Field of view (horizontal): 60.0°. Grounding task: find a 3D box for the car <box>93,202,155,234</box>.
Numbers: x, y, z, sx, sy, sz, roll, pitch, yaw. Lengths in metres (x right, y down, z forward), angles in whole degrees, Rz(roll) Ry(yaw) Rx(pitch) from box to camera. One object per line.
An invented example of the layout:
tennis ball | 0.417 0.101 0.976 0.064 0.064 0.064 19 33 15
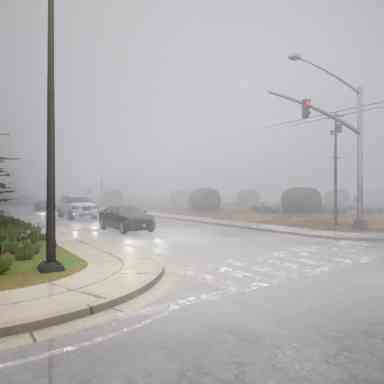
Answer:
car | -3.936 1.505 19.679 1.882 1.535 5.008 0 0 -34

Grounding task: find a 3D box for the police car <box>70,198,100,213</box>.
police car | -12.409 1.537 38.391 2.038 1.542 4.974 0 0 -34

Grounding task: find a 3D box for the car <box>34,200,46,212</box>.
car | -17.302 1.592 39.212 1.994 1.385 4.181 0 0 -34

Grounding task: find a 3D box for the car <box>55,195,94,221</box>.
car | -9.742 1.248 28.142 2.150 2.045 5.566 0 0 -35
